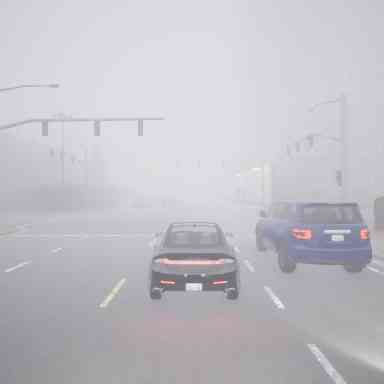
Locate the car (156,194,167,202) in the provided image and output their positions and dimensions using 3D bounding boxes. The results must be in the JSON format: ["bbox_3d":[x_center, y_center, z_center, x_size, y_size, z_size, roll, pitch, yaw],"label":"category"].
[{"bbox_3d":[-7.013,1.355,76.464,2.097,1.767,4.553,0,0,0],"label":"car"}]

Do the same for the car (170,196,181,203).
[{"bbox_3d":[-3.512,1.540,71.885,2.033,1.411,5.357,0,0,0],"label":"car"}]

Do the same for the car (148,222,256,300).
[{"bbox_3d":[0.055,1.492,8.396,2.128,1.511,4.902,0,0,0],"label":"car"}]

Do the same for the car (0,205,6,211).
[{"bbox_3d":[-22.670,1.656,35.550,4.718,1.301,1.895,0,0,0],"label":"car"}]

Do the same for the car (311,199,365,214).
[{"bbox_3d":[15.577,1.560,35.638,4.892,1.490,1.837,0,0,0],"label":"car"}]

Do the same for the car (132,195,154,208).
[{"bbox_3d":[-7.153,1.352,47.272,2.097,1.767,4.553,0,0,2],"label":"car"}]

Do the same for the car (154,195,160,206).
[{"bbox_3d":[-7.094,1.352,56.096,2.097,1.767,4.553,0,0,0],"label":"car"}]

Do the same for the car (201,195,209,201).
[{"bbox_3d":[3.485,1.525,88.830,2.128,1.511,4.902,0,0,0],"label":"car"}]

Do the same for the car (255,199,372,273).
[{"bbox_3d":[3.570,1.221,10.841,2.150,2.045,5.566,0,0,0],"label":"car"}]

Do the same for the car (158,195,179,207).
[{"bbox_3d":[-3.595,1.547,51.890,2.033,1.411,5.357,0,0,0],"label":"car"}]
